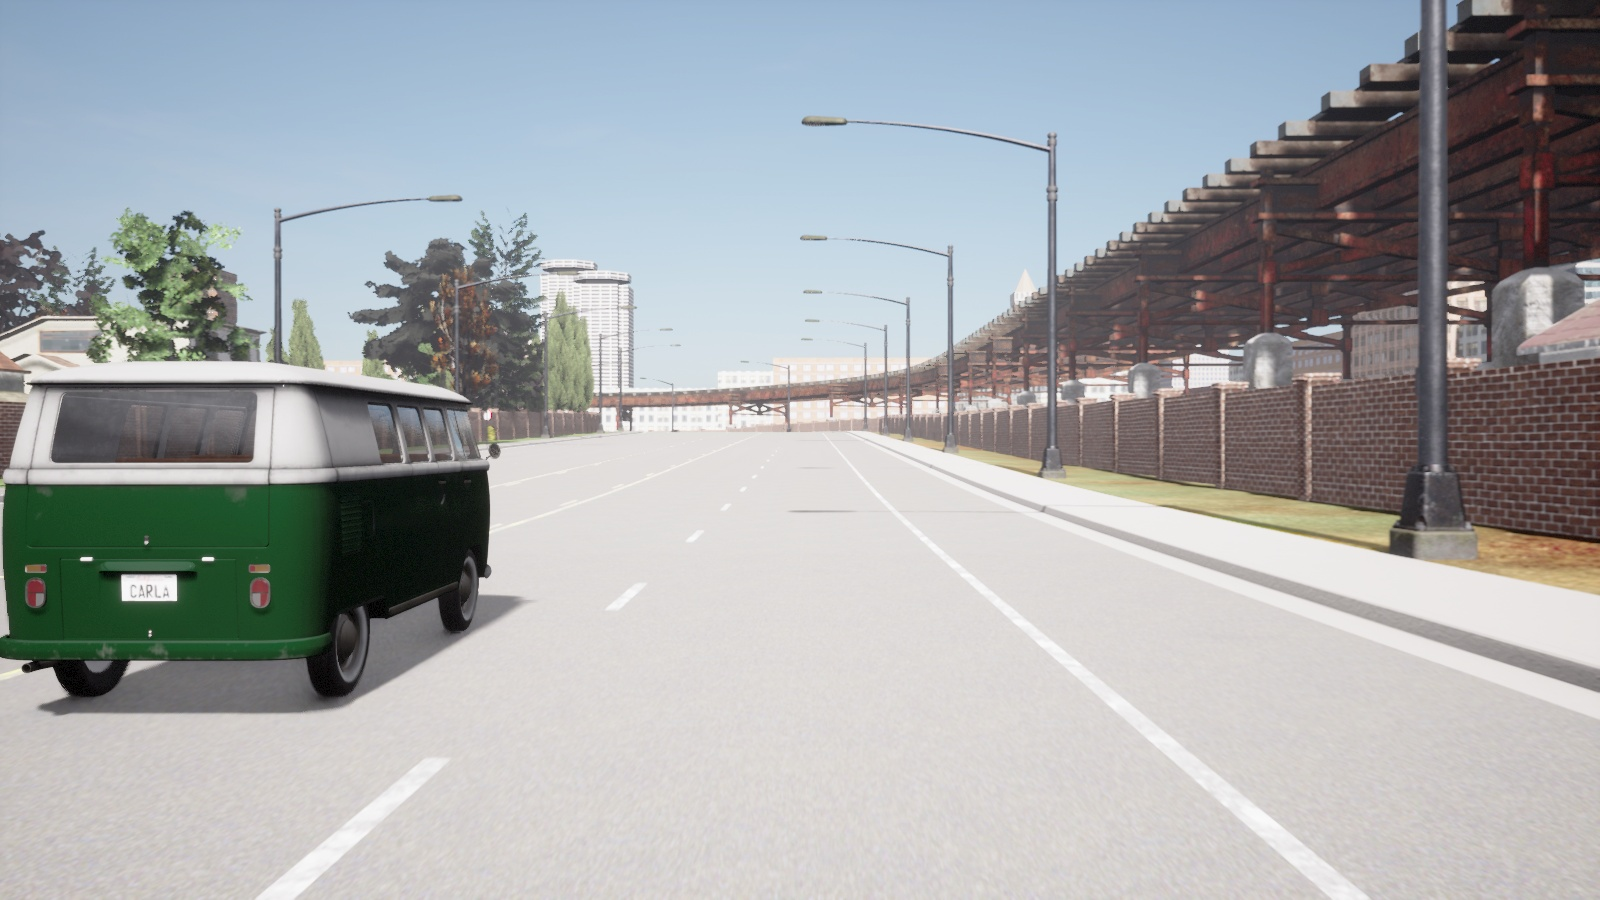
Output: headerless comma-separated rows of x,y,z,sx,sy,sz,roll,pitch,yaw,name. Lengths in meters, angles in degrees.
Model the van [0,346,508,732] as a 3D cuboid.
-3.435,0.447,8.700,1.775,1.987,4.442,0,0,0,van
